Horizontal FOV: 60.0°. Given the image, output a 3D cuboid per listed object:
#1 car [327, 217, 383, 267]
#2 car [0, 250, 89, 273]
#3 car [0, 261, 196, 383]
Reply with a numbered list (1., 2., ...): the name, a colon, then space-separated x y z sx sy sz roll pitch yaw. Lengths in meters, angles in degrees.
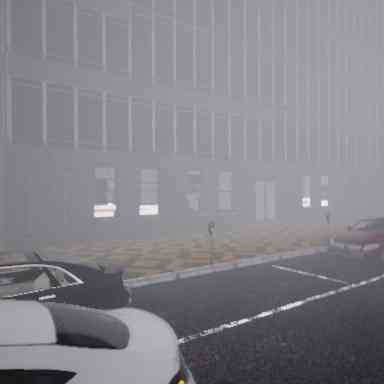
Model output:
1. car: 6.258 1.526 11.057 4.206 1.307 1.802 0 0 -36
2. car: -2.994 1.550 4.423 4.403 1.369 2.008 0 0 -36
3. car: -2.109 1.529 1.870 4.674 1.442 1.812 0 0 -36
